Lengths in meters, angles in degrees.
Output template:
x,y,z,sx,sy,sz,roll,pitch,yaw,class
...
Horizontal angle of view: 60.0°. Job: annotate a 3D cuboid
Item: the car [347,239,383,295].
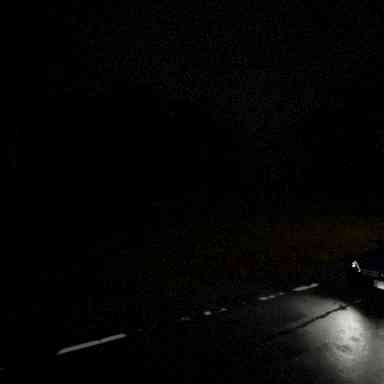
x,y,z,sx,sy,sz,roll,pitch,yaw,class
5.616,1.574,7.887,4.674,1.442,1.812,0,0,-36,car
